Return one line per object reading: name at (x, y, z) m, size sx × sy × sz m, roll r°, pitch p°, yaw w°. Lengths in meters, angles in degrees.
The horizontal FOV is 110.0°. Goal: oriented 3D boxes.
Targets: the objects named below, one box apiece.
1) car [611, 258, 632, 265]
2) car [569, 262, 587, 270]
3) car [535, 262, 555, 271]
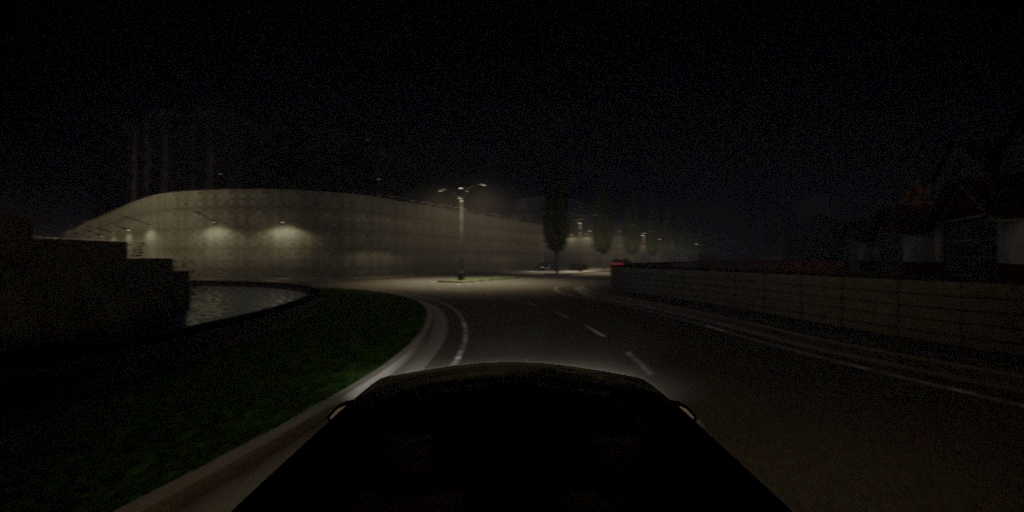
car at (17.169, 1.389, 55.823) m, size 2.150 × 2.045 × 5.566 m, roll 0°, pitch -1°, yaw 35°
car at (11.325, 1.784, 61.442) m, size 1.994 × 1.385 × 4.181 m, roll 0°, pitch -1°, yaw 35°
car at (5.685, 1.718, 59.471) m, size 1.837 × 1.490 × 4.892 m, roll 0°, pitch 0°, yaw 35°
